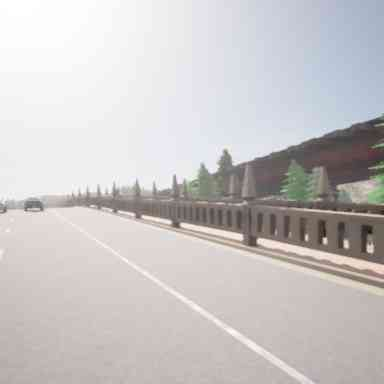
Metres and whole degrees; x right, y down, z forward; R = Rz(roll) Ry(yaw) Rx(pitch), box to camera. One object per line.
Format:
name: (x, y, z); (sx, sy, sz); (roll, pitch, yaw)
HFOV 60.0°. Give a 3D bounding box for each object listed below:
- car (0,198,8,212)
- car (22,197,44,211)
car: (-20.423, 1.395, 34.808); (1.812, 1.442, 4.674); (-2, 0, -27)
car: (-17.828, 1.307, 37.412); (1.837, 1.490, 4.892); (-2, 0, -27)
